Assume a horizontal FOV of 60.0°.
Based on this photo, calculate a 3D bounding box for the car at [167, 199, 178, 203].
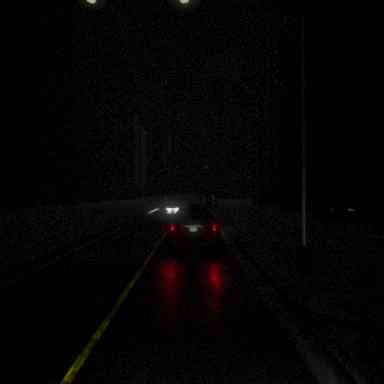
[{"bbox_3d":[-3.070,1.847,54.751,2.128,1.511,4.902,0,0,0],"label":"car"}]

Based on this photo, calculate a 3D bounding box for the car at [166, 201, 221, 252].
[{"bbox_3d":[0.068,1.436,14.447,2.097,1.767,4.553,0,0,0],"label":"car"}]

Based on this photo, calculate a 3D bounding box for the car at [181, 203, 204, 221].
[{"bbox_3d":[0.070,1.756,30.281,1.994,1.385,4.181,0,0,0],"label":"car"}]

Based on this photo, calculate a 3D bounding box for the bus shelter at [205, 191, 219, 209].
[{"bbox_3d":[3.117,1.210,51.594,1.920,2.740,3.880,0,-1,0],"label":"bus shelter"}]
